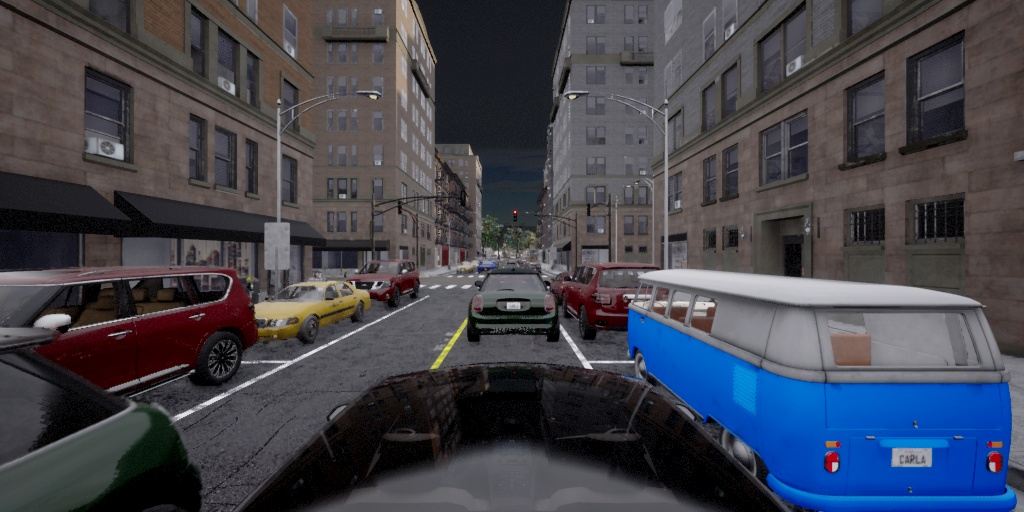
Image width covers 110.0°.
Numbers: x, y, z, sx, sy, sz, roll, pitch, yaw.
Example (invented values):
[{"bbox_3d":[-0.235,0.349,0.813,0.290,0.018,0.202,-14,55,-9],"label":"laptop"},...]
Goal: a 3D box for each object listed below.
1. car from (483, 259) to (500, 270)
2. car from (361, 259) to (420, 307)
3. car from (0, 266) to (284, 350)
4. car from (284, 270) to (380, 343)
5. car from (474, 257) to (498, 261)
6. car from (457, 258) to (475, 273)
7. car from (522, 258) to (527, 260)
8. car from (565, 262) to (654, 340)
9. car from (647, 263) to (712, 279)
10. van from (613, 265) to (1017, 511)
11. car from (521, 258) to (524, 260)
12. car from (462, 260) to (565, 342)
[{"bbox_3d":[-2.939,1.238,52.712,2.128,1.511,4.902,0,0,0],"label":"car"},{"bbox_3d":[-5.427,1.063,15.557,2.192,1.841,5.009,0,0,0],"label":"car"},{"bbox_3d":[-5.403,1.065,4.200,2.192,1.841,5.009,0,0,0],"label":"car"},{"bbox_3d":[-5.414,1.275,9.708,1.751,1.417,4.829,0,0,0],"label":"car"},{"bbox_3d":[-2.921,1.224,41.953,1.882,1.535,5.008,0,0,0],"label":"car"},{"bbox_3d":[-5.493,1.272,42.394,1.751,1.417,4.829,0,0,0],"label":"car"},{"bbox_3d":[2.560,1.297,42.580,2.007,1.370,4.403,0,0,0],"label":"car"},{"bbox_3d":[2.623,1.064,9.892,2.192,1.841,5.009,0,0,0],"label":"car"},{"bbox_3d":[14.305,1.276,30.752,4.718,1.301,1.895,0,0,-3],"label":"car"},{"bbox_3d":[2.634,1.091,4.214,1.690,1.789,3.998,0,0,0],"label":"van"},{"bbox_3d":[2.549,1.291,48.061,1.888,1.381,4.507,0,0,0],"label":"car"},{"bbox_3d":[0.018,1.101,9.928,2.097,1.767,4.553,0,0,0],"label":"car"}]
